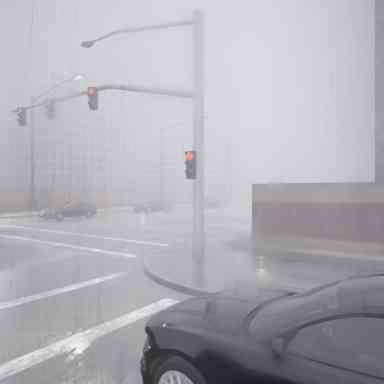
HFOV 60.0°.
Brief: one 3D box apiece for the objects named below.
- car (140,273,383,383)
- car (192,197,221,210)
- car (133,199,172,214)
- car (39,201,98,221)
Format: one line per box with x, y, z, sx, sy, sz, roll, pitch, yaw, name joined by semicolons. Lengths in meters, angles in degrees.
1.731;1.478;2.771;5.008;1.535;1.882;0;0;37;car
1.994;1.478;44.029;1.882;1.535;5.008;0;0;36;car
-4.176;1.505;35.574;1.837;1.490;4.892;0;0;36;car
-10.105;1.491;27.436;2.128;1.511;4.902;0;0;34;car
